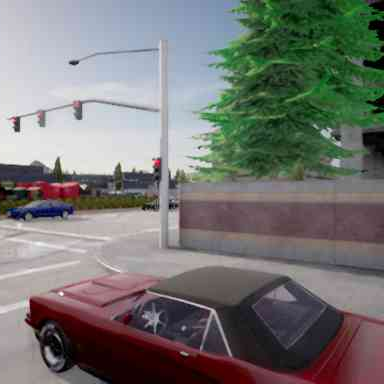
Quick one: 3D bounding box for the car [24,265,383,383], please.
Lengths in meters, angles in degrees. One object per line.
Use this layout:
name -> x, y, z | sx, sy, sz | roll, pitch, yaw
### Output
car -> 0.034, 1.599, 3.956 | 4.718, 1.301, 1.895 | 0, 0, 36

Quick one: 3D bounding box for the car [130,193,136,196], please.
car -> -13.803, 1.348, 87.638 | 3.806, 1.475, 1.970 | 0, 0, 35

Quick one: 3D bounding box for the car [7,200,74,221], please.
car -> -11.861, 1.403, 26.347 | 1.882, 1.535, 5.008 | 0, 0, 35

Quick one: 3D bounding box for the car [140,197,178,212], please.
car -> -3.710, 1.526, 37.975 | 1.895, 1.301, 4.718 | 0, 0, 35

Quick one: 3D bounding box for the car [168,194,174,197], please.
car -> -6.512, 1.328, 71.828 | 3.905, 1.438, 1.784 | 0, 0, 35

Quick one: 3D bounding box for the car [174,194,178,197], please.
car -> -4.835, 1.359, 74.187 | 3.806, 1.475, 1.970 | 0, 0, 35

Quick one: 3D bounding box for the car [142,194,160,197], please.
car -> -8.026, 1.117, 69.611 | 4.605, 1.855, 1.932 | 0, 0, 35
